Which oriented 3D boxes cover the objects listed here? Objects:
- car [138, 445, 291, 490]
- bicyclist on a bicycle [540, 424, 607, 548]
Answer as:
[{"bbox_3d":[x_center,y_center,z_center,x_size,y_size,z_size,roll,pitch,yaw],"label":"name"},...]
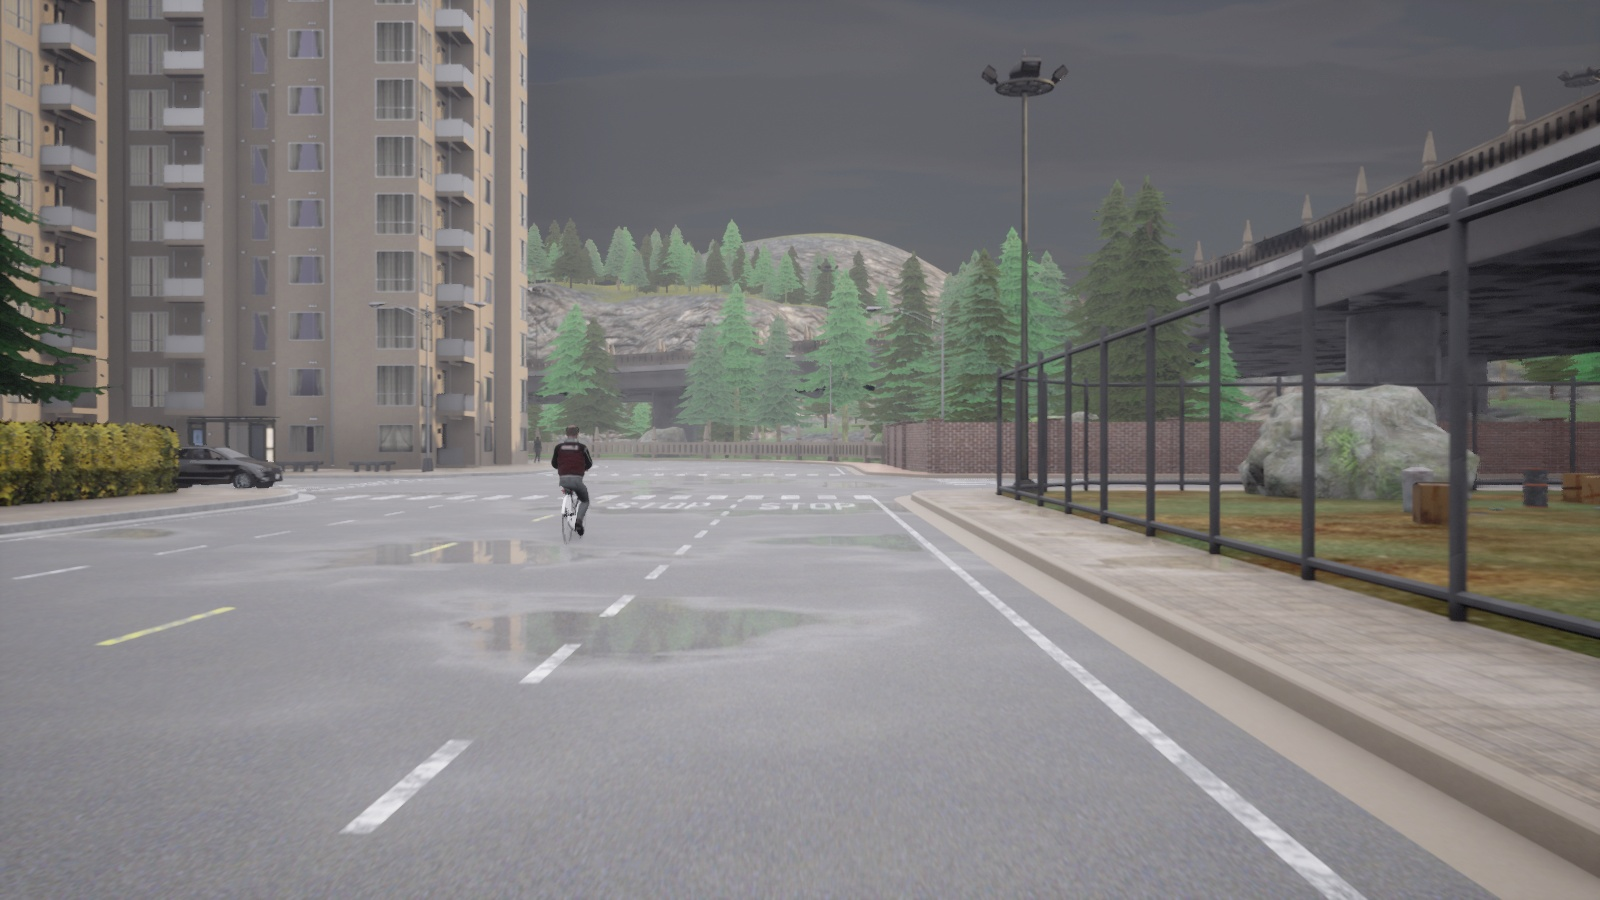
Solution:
[{"bbox_3d":[-19.317,0.566,41.550,4.193,1.474,1.816,0,0,1],"label":"car"},{"bbox_3d":[-3.378,0.508,18.838,0.659,1.776,1.843,0,1,0],"label":"bicyclist on a bicycle"}]
